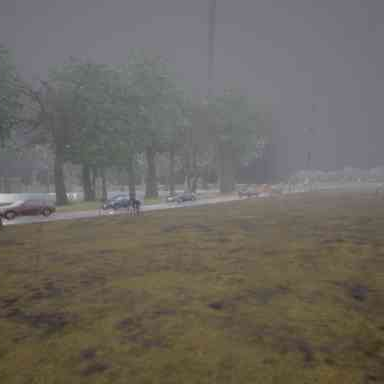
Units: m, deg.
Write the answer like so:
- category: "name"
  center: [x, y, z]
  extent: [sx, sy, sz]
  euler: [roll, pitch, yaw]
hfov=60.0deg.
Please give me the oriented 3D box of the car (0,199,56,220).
- category: "car"
  center: [-13.128, 1.318, 26.226]
  extent: [1.812, 1.442, 4.674]
  euler: [-1, 0, 35]

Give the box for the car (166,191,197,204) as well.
- category: "car"
  center: [-1.316, 0.657, 42.893]
  extent: [2.128, 1.511, 4.902]
  euler: [-1, 1, 35]

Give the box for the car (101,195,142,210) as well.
- category: "car"
  center: [-7.242, 1.054, 34.525]
  extent: [1.812, 1.442, 4.674]
  euler: [-1, 1, 35]

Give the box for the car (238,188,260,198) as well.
- category: "car"
  center: [9.010, 0.074, 52.391]
  extent: [2.128, 1.511, 4.902]
  euler: [-1, 1, 35]

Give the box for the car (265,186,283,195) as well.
- category: "car"
  center: [14.976, -0.349, 60.825]
  extent: [1.882, 1.535, 5.008]
  euler: [-1, 2, 35]

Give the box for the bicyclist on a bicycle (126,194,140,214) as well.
- category: "bicyclist on a bicycle"
  center: [-4.894, 1.010, 27.499]
  extent: [1.656, 1.620, 0.582]
  euler: [-1, 1, 35]
